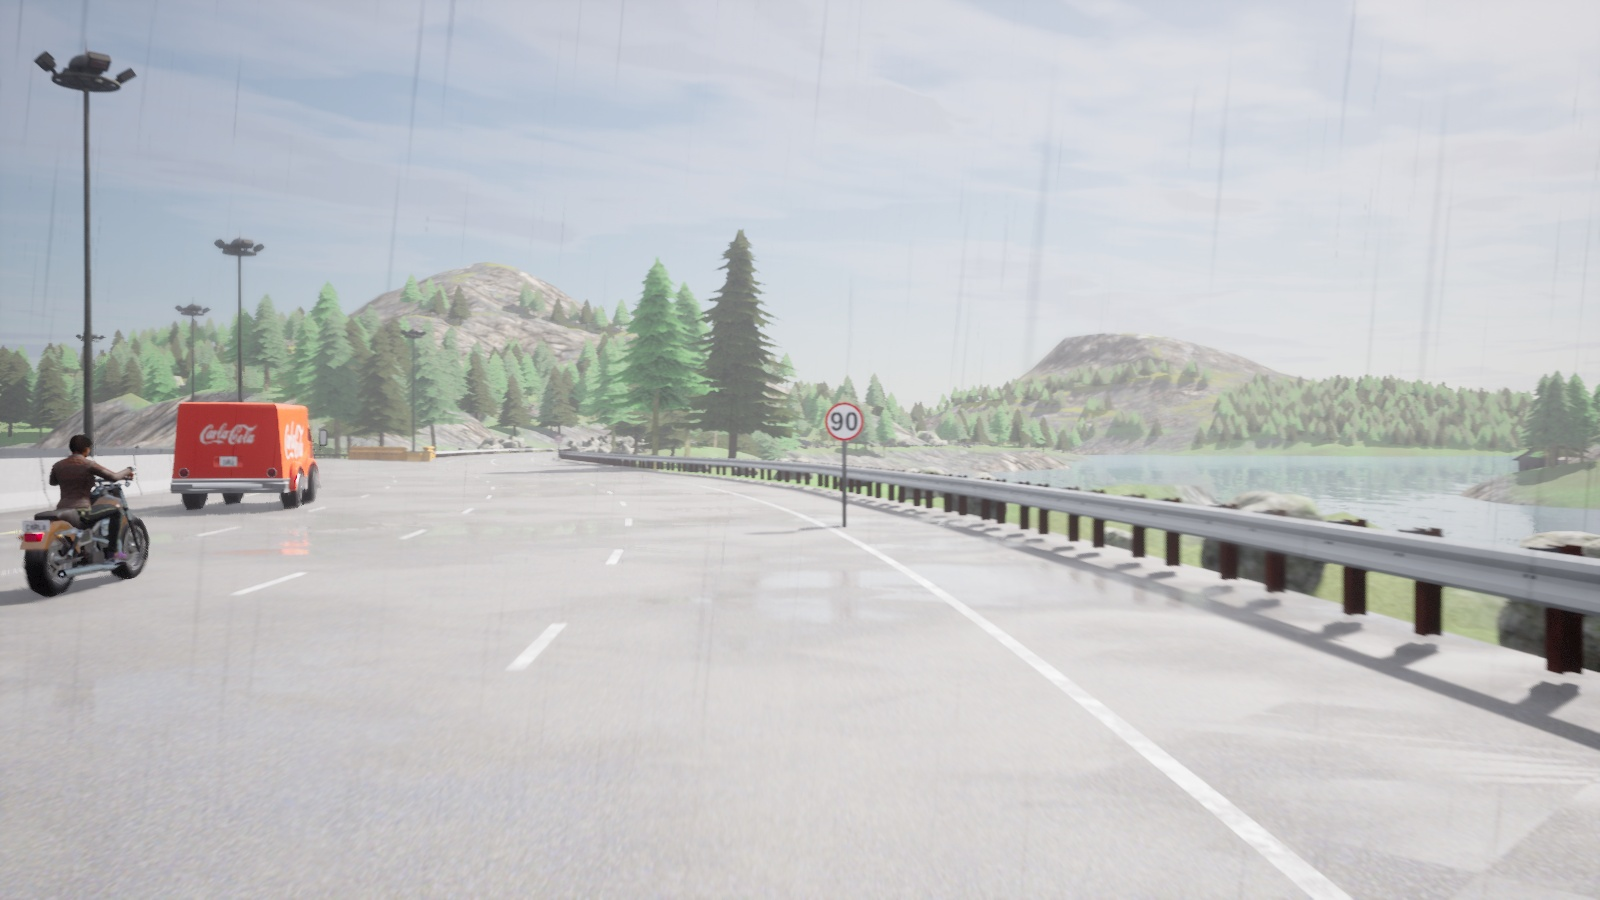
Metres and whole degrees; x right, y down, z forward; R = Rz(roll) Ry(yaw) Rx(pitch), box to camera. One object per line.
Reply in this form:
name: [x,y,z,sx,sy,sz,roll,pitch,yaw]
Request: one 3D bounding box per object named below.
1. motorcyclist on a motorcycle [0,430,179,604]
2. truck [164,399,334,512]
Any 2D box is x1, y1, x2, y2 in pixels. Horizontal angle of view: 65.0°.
motorcyclist on a motorcycle: [-7.413,0.635,13.163,0.766,1.649,2.350,-1,0,-4]
truck: [-13.119,0.111,30.322,2.627,2.467,5.204,0,0,-10]
